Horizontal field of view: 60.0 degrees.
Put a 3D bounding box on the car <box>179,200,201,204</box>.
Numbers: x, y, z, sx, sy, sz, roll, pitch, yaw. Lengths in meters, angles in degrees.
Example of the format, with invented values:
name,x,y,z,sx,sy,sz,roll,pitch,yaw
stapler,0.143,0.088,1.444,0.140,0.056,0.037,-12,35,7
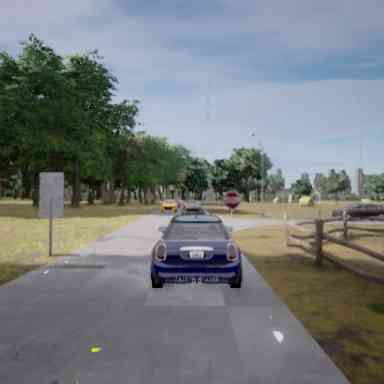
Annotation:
name,x,y,z,sx,sy,sz,roll,pitch,yaw
car,0.104,1.633,27.890,1.837,1.490,4.892,0,-1,0

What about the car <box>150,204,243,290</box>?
name,x,y,z,sx,sy,sz,roll,pitch,yaw
car,0.103,1.393,9.400,2.097,1.767,4.553,0,0,0

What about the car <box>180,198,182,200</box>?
name,x,y,z,sx,sy,sz,roll,pitch,yaw
car,-2.815,1.905,51.940,1.994,1.385,4.181,0,-1,-1

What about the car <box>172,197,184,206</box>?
name,x,y,z,sx,sy,sz,roll,pitch,yaw
car,-2.733,1.830,64.148,2.097,1.767,4.553,0,-1,0

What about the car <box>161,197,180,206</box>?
name,x,y,z,sx,sy,sz,roll,pitch,yaw
car,-2.823,1.720,42.039,1.882,1.535,5.008,0,0,0

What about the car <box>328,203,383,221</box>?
name,x,y,z,sx,sy,sz,roll,pitch,yaw
car,14.201,1.704,28.349,4.892,1.490,1.837,0,-2,0
